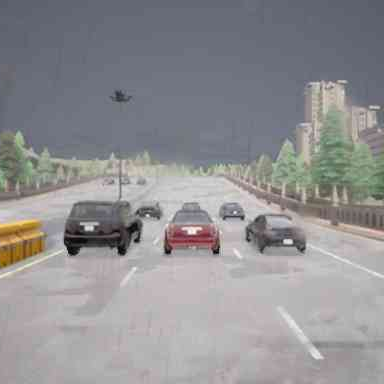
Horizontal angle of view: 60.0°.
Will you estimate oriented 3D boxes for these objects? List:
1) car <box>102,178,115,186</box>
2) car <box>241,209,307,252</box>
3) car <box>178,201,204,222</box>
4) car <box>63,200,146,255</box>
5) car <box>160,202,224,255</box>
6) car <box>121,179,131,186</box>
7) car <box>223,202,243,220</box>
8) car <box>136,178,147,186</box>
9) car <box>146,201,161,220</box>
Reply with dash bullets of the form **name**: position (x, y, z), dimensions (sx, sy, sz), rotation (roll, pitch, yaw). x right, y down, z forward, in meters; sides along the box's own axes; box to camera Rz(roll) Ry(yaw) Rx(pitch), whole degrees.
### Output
- **car**: position (-17.812, -2.148, 71.171), dimensions (2.128, 1.511, 4.902), rotation (0, 6, 0)
- **car**: position (3.502, 1.662, 14.406), dimensions (1.812, 1.442, 4.674), rotation (0, 0, 0)
- **car**: position (-0.077, 1.615, 29.005), dimensions (2.033, 1.411, 5.357), rotation (0, 2, 0)
- **car**: position (-3.500, 1.349, 14.004), dimensions (2.150, 2.045, 5.566), rotation (0, 0, 0)
- **car**: position (0.001, 1.484, 14.087), dimensions (2.097, 1.767, 4.553), rotation (0, -1, 0)
- **car**: position (-14.312, -2.133, 71.192), dimensions (2.033, 1.411, 5.357), rotation (0, 6, 0)
- **car**: position (3.423, 1.615, 29.024), dimensions (2.033, 1.411, 5.357), rotation (0, 2, 0)
- **car**: position (-10.812, -2.172, 71.207), dimensions (1.837, 1.490, 4.892), rotation (0, 6, 0)
- **car**: position (-3.576, 1.566, 29.272), dimensions (1.837, 1.490, 4.892), rotation (0, 2, 0)
